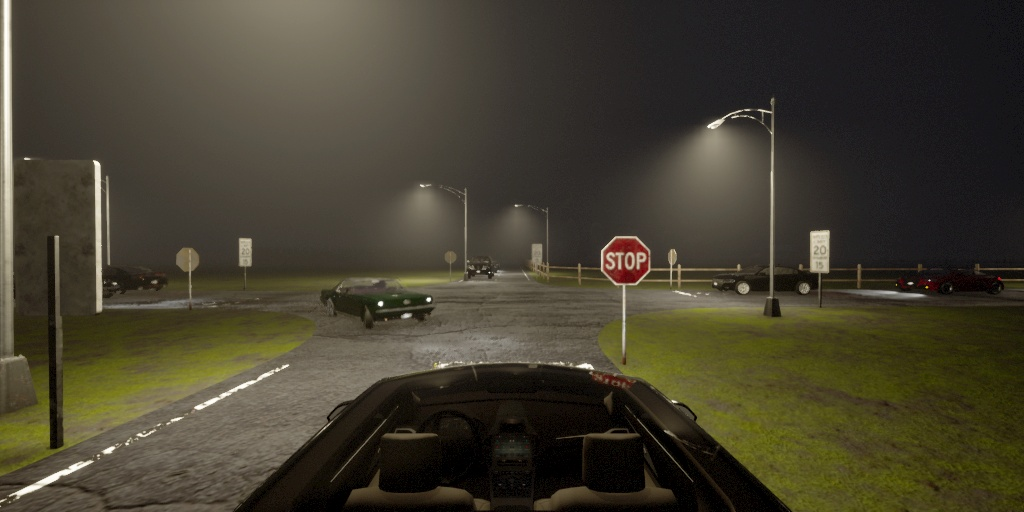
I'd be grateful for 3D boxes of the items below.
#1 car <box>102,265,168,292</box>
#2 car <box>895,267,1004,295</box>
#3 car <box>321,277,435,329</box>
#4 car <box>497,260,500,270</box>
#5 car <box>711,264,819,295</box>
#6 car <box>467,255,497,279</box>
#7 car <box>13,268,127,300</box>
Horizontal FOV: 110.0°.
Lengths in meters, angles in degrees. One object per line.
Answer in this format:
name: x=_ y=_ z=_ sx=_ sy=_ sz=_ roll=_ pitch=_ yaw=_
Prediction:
car: x=-21.480 y=1.243 z=19.410 sx=5.008 sy=1.535 sz=1.882 roll=0 pitch=1 yaw=8
car: x=23.222 y=1.277 z=19.148 sx=4.181 sy=1.385 sz=1.994 roll=0 pitch=1 yaw=-1
car: x=-4.420 y=1.364 z=11.495 sx=1.895 sy=1.301 sz=4.718 roll=1 pitch=-1 yaw=-44
car: x=-2.769 y=1.309 z=42.936 sx=1.994 sy=1.385 sz=4.181 roll=0 pitch=0 yaw=0
car: x=13.232 y=1.198 z=18.912 sx=5.008 sy=1.535 sz=1.882 roll=0 pitch=1 yaw=0
car: x=-2.808 y=0.967 z=32.927 sx=2.150 sy=2.045 sz=5.566 roll=0 pitch=0 yaw=1
car: x=-20.851 y=1.392 z=16.408 sx=4.718 sy=1.301 sz=1.895 roll=0 pitch=1 yaw=8
